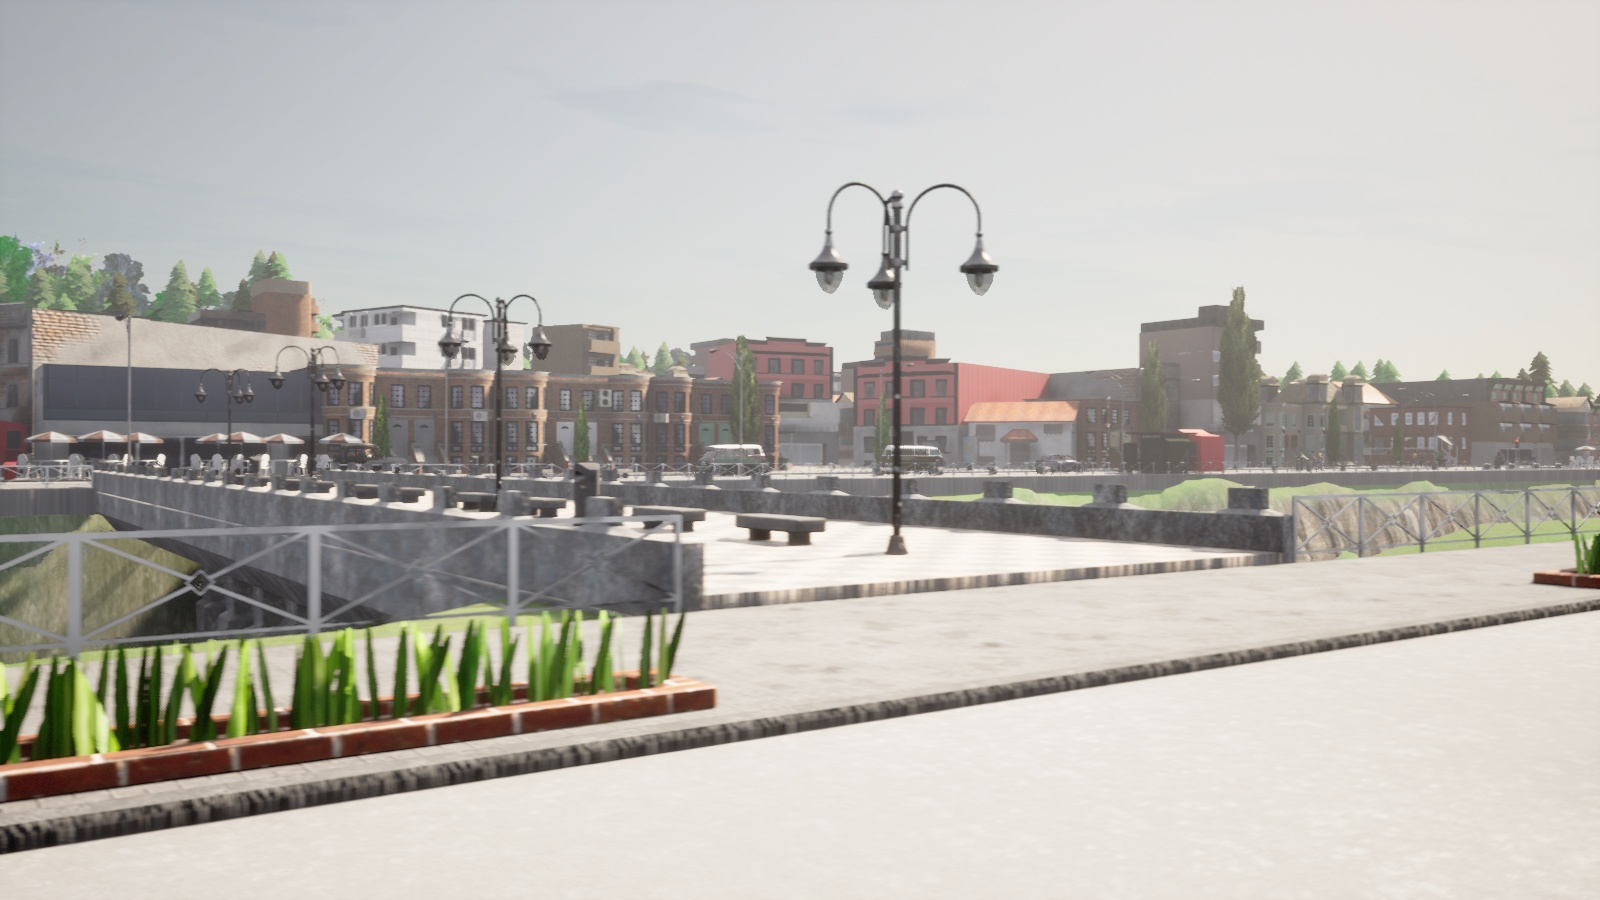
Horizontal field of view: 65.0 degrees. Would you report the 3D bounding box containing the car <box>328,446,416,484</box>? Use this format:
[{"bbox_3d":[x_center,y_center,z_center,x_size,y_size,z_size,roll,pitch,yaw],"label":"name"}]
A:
[{"bbox_3d":[-21.865,0.744,64.204,3.866,1.878,1.905,0,0,-35],"label":"car"}]

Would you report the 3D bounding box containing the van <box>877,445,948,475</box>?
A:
[{"bbox_3d":[7.619,0.660,84.739,4.480,2.038,2.069,0,0,-35],"label":"van"}]

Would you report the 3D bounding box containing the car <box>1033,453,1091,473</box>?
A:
[{"bbox_3d":[19.367,0.945,92.920,4.193,1.474,1.816,0,0,-35],"label":"car"}]

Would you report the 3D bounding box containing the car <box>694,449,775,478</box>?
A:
[{"bbox_3d":[-3.988,0.800,76.655,4.553,1.767,2.097,0,0,-35],"label":"car"}]

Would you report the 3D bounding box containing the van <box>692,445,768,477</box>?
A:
[{"bbox_3d":[-4.518,0.677,81.159,4.480,2.038,2.069,0,0,-35],"label":"van"}]
